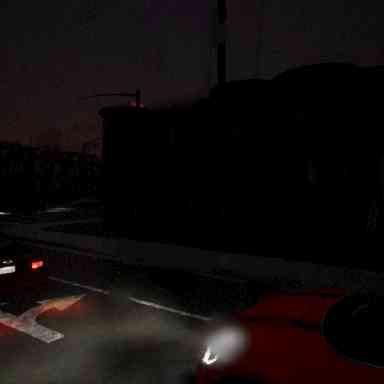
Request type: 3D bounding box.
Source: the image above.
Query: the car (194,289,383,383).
[{"bbox_3d":[2.214,1.352,2.418,4.553,1.767,2.097,0,0,36],"label":"car"}]

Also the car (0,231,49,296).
[{"bbox_3d":[-5.535,1.547,7.918,5.357,1.411,2.033,0,0,38],"label":"car"}]

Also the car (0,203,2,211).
[{"bbox_3d":[-20.890,1.547,39.817,2.033,1.411,5.357,0,0,36],"label":"car"}]

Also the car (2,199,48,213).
[{"bbox_3d":[-18.377,1.564,37.307,1.994,1.385,4.181,0,0,36],"label":"car"}]

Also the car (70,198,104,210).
[{"bbox_3d":[-13.306,1.601,44.385,1.895,1.301,4.718,0,0,36],"label":"car"}]
